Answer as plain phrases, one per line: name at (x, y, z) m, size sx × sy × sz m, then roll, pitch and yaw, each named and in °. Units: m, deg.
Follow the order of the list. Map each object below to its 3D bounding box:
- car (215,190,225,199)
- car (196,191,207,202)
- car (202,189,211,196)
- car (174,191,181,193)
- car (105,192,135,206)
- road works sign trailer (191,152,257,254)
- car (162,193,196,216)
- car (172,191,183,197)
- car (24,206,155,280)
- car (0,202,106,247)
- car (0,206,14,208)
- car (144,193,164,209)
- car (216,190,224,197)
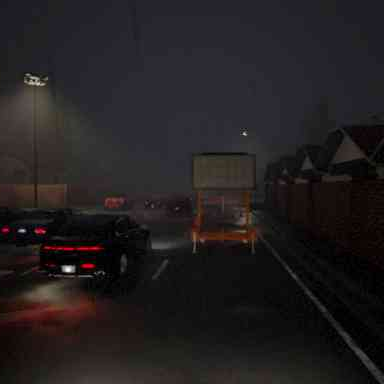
car at (5.845, 0.578, 69.351) m, size 1.837 × 1.490 × 4.892 m, roll 0°, pitch 1°, yaw 5°
car at (0.629, 0.918, 47.374) m, size 2.033 × 1.411 × 5.357 m, roll 0°, pitch 1°, yaw 5°
car at (3.451, 0.124, 82.951) m, size 2.150 × 2.045 × 5.566 m, roll 0°, pitch 1°, yaw 5°
car at (-2.321, 0.803, 54.372) m, size 1.812 × 1.442 × 4.674 m, roll 0°, pitch 1°, yaw 5°
car at (-7.437, 0.891, 34.679) m, size 2.097 × 1.767 × 4.553 m, roll 0°, pitch 1°, yaw 5°
road works sign trailer at (1.199, 0.293, 12.758) m, size 2.380 × 3.560 × 2.880 m, roll 0°, pitch 1°, yaw 5°
car at (-0.960, 1.104, 28.025) m, size 1.882 × 1.535 × 5.008 m, roll 0°, pitch 1°, yaw 5°
car at (-3.631, 0.448, 82.251) m, size 2.033 × 1.411 × 5.357 m, roll 0°, pitch 1°, yaw 5°
car at (-2.474, 1.376, 9.601) m, size 1.837 × 1.490 × 4.892 m, roll 0°, pitch 1°, yaw 5°
car at (-5.627, 1.361, 13.955) m, size 2.033 × 1.411 × 5.357 m, roll 0°, pitch 1°, yaw 5°
car at (-9.006, 1.340, 15.539) m, size 2.033 × 1.411 × 5.357 m, roll 0°, pitch 1°, yaw 4°
car at (-3.811, 1.121, 36.067) m, size 1.895 × 1.301 × 4.718 m, roll 0°, pitch 1°, yaw 5°
car at (6.698, 0.329, 79.732) m, size 2.033 × 1.411 × 5.357 m, roll 0°, pitch 1°, yaw 5°
